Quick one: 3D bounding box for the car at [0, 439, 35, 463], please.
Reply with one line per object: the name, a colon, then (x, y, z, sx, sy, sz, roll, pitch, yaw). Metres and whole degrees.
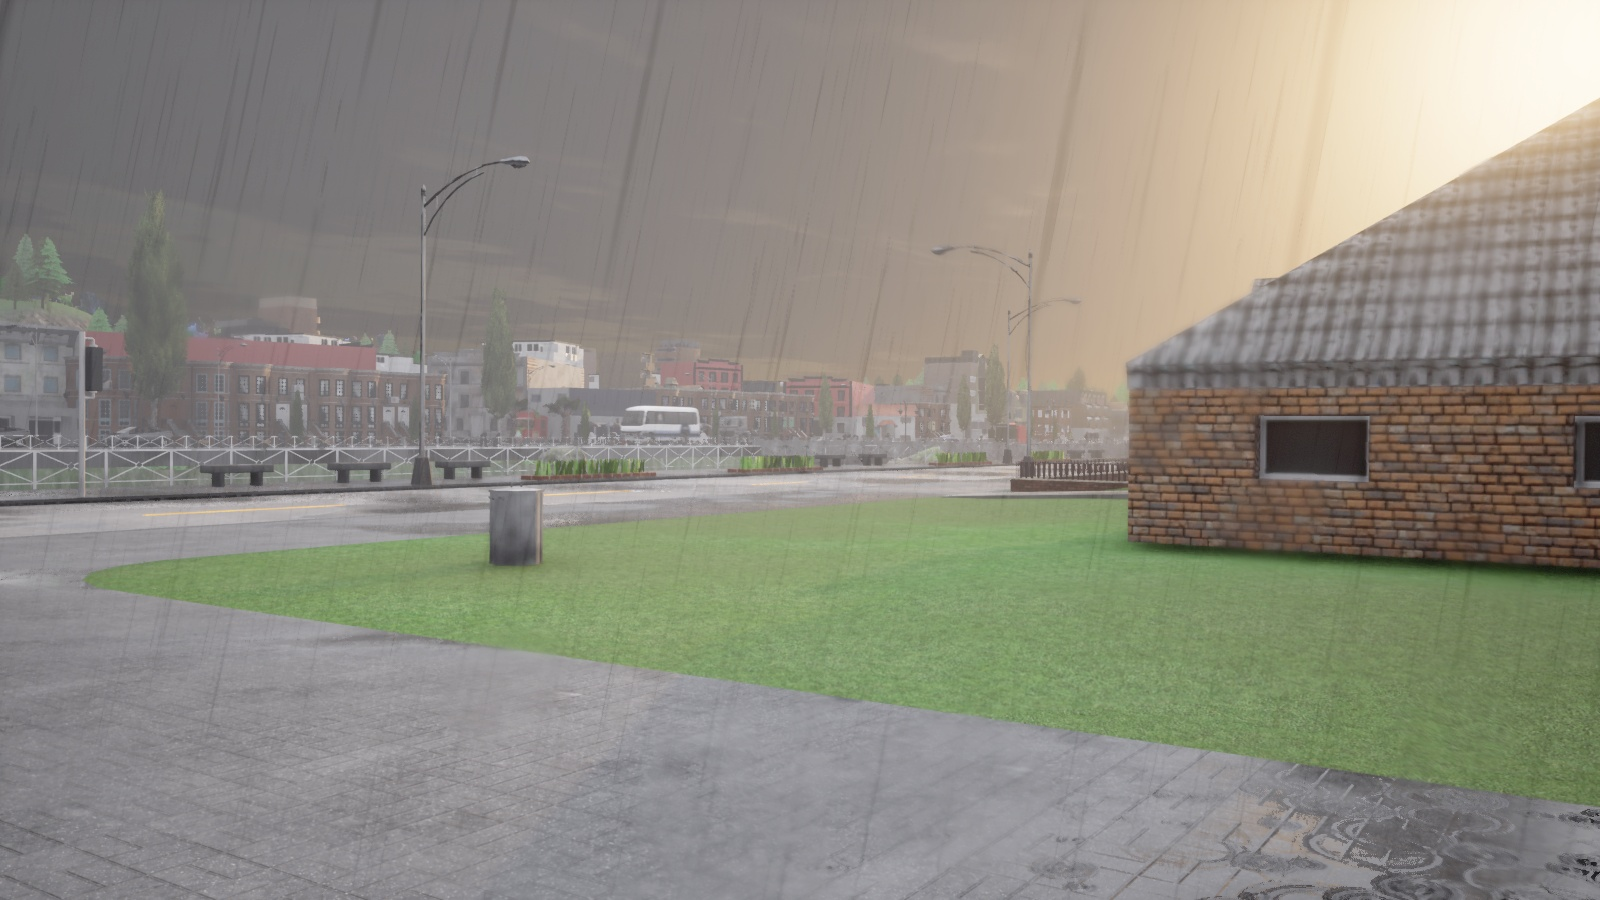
car: (-52.323, 0.045, 81.092, 2.007, 1.525, 4.514, 0, 1, 34)
